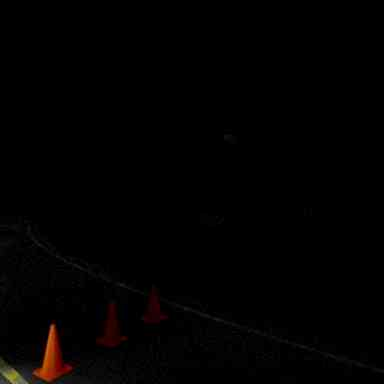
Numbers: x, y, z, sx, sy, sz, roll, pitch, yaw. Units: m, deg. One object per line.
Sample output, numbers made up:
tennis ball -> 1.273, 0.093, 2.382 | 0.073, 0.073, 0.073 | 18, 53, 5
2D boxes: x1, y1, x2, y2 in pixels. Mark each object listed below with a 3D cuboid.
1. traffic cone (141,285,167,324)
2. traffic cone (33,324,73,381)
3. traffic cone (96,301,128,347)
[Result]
traffic cone -> -0.668, 1.929, 5.836 | 0.340, 0.580, 0.340 | 1, 1, 32
traffic cone -> -1.730, 1.944, 4.150 | 0.340, 0.580, 0.340 | 1, 1, 32
traffic cone -> -1.199, 1.936, 4.994 | 0.340, 0.580, 0.340 | 1, 1, 32
